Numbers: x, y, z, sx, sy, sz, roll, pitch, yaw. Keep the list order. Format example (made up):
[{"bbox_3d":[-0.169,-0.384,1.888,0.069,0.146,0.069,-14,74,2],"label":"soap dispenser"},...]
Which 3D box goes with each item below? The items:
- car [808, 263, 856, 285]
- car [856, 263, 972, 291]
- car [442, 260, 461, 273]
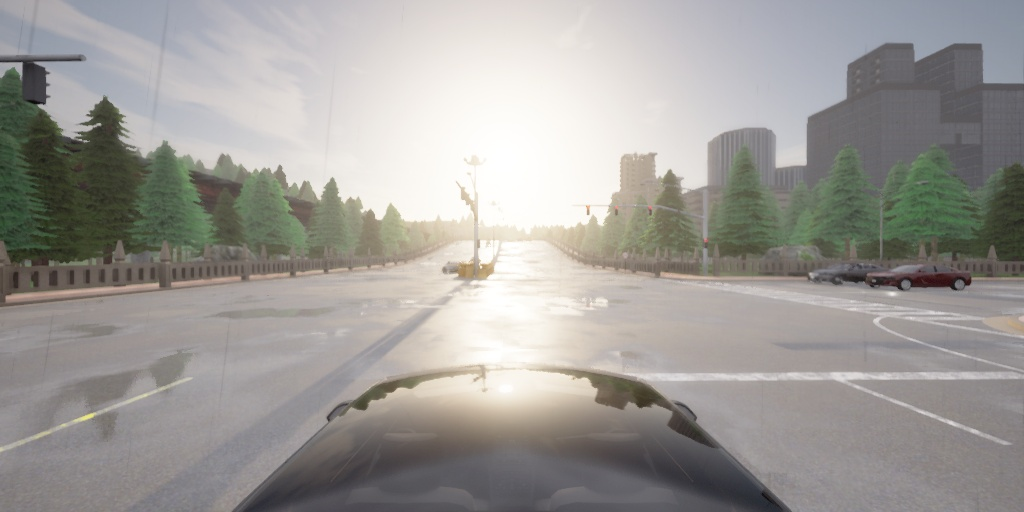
[{"bbox_3d":[23.276,1.223,24.782,4.902,1.511,2.128,0,0,1],"label":"car"},{"bbox_3d":[23.994,1.212,21.297,5.008,1.535,1.882,0,0,0],"label":"car"},{"bbox_3d":[-7.019,1.265,42.220,2.128,1.511,4.902,0,1,0],"label":"car"}]
